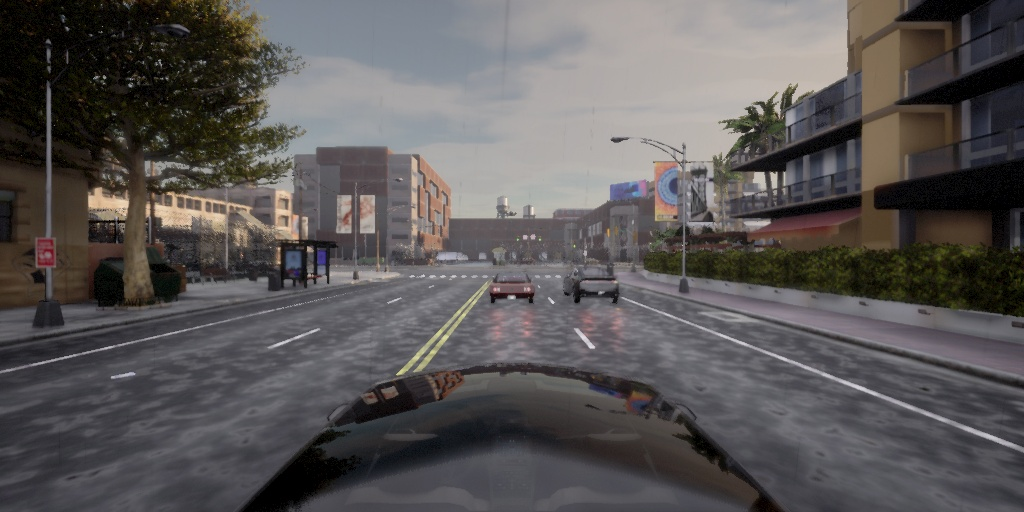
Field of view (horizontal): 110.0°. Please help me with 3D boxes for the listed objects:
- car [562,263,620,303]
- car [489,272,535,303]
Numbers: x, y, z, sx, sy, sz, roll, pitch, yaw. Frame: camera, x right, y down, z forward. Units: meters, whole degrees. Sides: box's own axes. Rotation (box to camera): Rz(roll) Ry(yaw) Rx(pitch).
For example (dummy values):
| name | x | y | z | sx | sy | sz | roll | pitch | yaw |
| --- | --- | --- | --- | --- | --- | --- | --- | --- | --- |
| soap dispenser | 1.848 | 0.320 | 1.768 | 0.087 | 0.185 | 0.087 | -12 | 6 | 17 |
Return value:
| name | x | y | z | sx | sy | sz | roll | pitch | yaw |
| --- | --- | --- | --- | --- | --- | --- | --- | --- | --- |
| car | 3.500 | 1.242 | 16.500 | 2.128 | 1.511 | 4.902 | 0 | 0 | 0 |
| car | 0.000 | 1.363 | 16.530 | 1.895 | 1.301 | 4.718 | 0 | 0 | 0 |
